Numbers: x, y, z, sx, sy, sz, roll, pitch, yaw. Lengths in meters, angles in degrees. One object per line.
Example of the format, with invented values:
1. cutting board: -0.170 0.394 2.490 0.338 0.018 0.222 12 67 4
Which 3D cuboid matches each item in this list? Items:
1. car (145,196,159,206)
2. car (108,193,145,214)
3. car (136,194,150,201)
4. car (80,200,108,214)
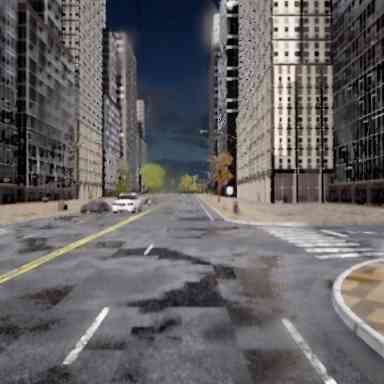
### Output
1. car: -6.559 1.386 54.235 2.128 1.511 4.902 0 0 0
2. car: -6.599 1.154 34.180 2.150 2.045 5.566 0 0 0
3. car: -9.752 1.027 66.482 2.033 1.411 5.357 0 0 0
4. car: -9.850 1.480 34.269 2.033 1.411 5.357 0 0 0
